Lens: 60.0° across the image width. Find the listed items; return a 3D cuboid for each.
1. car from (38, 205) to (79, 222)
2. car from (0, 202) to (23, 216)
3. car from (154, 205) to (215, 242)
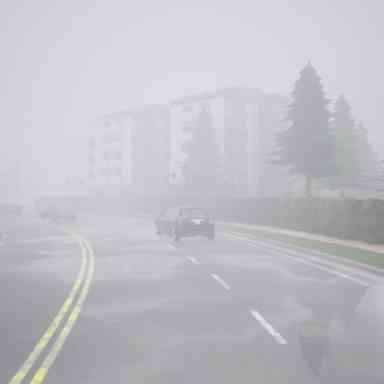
[{"bbox_3d":[-11.938,1.864,29.594,2.033,1.411,5.357,0,-1,-43],"label":"car"},{"bbox_3d":[-20.943,1.909,37.423,4.902,1.511,2.128,0,-1,34],"label":"car"},{"bbox_3d":[-0.554,1.526,17.917,2.097,1.767,4.553,0,-1,-22],"label":"car"}]
